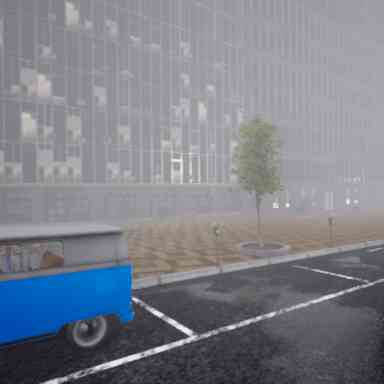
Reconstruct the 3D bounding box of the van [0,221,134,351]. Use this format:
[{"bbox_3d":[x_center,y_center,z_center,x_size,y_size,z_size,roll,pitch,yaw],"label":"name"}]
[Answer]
[{"bbox_3d":[-2.796,1.342,4.582,3.998,1.788,1.690,0,-1,-36],"label":"van"}]
